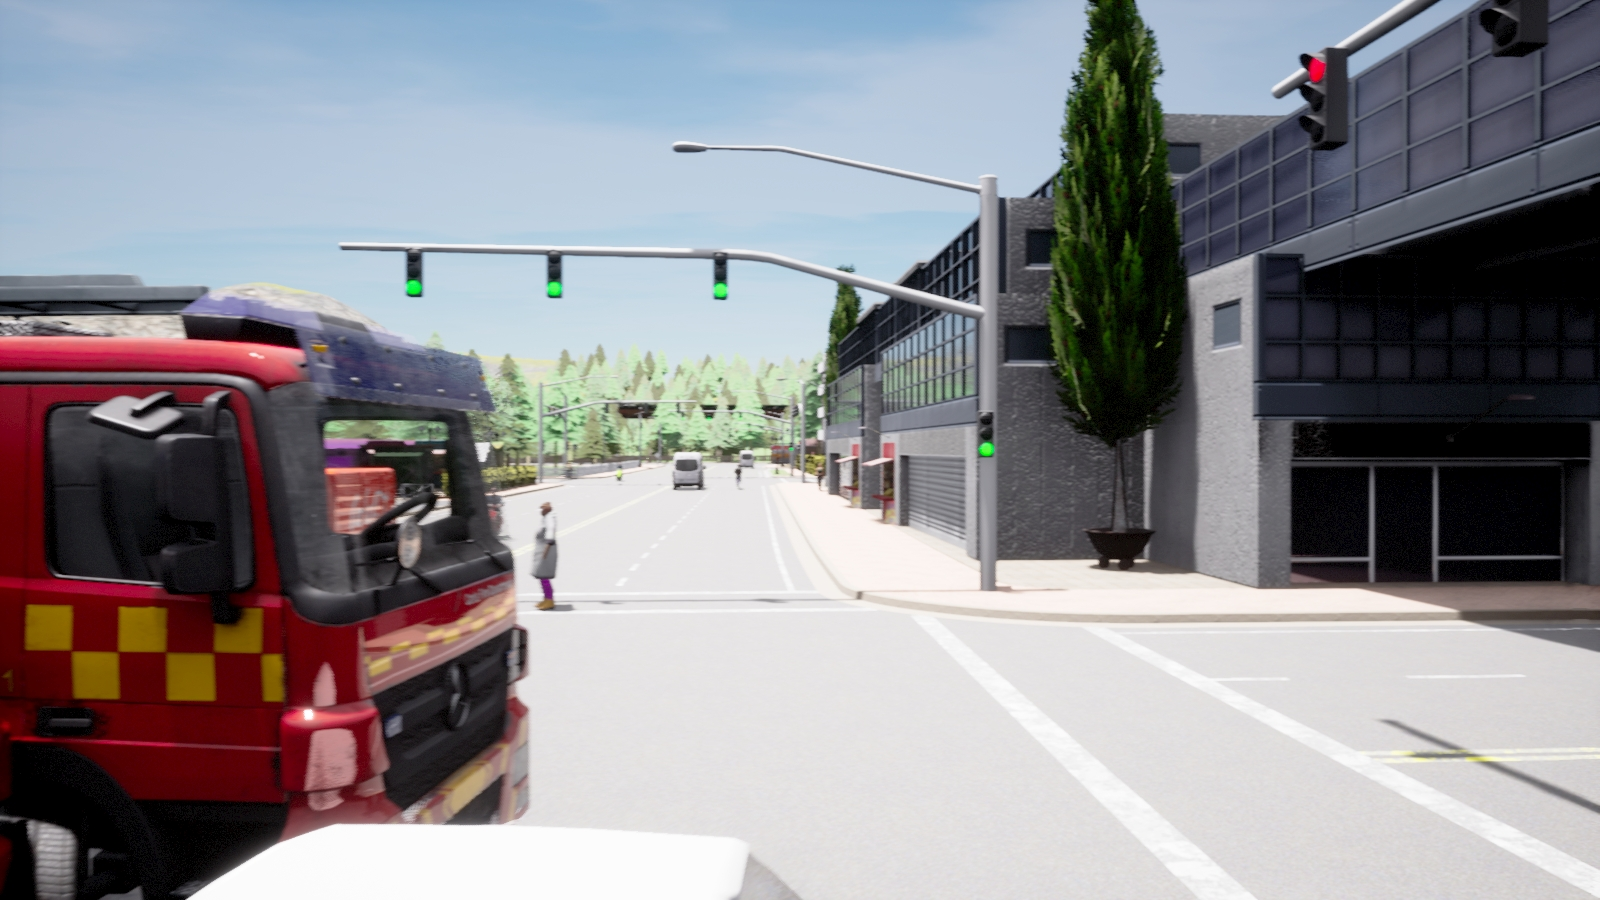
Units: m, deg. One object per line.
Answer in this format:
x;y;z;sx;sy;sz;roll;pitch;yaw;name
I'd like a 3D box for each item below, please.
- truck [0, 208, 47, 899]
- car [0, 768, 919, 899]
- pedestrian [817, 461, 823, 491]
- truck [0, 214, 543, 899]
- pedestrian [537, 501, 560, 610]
-7.576;0.882;3.528;8.468;3.827;2.891;0;0;-3;truck
-1.539;2.060;3.609;3.806;1.475;1.970;0;0;5;car
1.235;1.640;71.070;0.375;1.860;0.375;0;0;0;pedestrian
-6.087;0.881;6.695;8.468;3.827;2.891;0;0;4;truck
-4.380;1.829;19.895;0.375;1.860;0.375;0;0;-10;pedestrian
